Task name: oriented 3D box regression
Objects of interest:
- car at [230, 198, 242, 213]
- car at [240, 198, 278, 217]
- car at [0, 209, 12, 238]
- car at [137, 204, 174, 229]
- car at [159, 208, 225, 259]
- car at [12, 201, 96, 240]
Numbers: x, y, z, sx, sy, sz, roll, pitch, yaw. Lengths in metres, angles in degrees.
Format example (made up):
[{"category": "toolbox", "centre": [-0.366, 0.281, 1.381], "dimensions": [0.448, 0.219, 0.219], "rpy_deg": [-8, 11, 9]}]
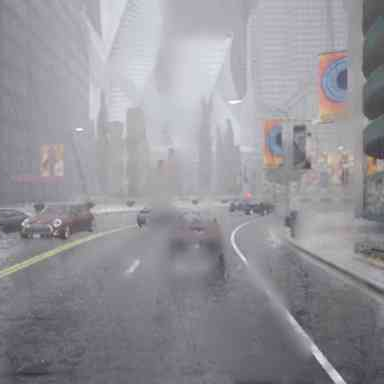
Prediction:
[{"category": "car", "centre": [6.129, 1.403, 37.090], "dimensions": [2.097, 1.767, 4.553], "rpy_deg": [0, 0, 40]}, {"category": "car", "centre": [6.881, 1.551, 32.614], "dimensions": [1.837, 1.490, 4.892], "rpy_deg": [-1, -1, 35]}, {"category": "car", "centre": [-10.217, 1.611, 17.542], "dimensions": [1.994, 1.385, 4.181], "rpy_deg": [0, 0, 6]}, {"category": "car", "centre": [-1.997, 1.522, 21.742], "dimensions": [2.128, 1.511, 4.902], "rpy_deg": [0, 0, 13]}, {"category": "car", "centre": [0.236, 1.510, 12.674], "dimensions": [2.128, 1.511, 4.902], "rpy_deg": [0, 0, 3]}, {"category": "car", "centre": [-6.736, 1.406, 17.179], "dimensions": [2.097, 1.767, 4.553], "rpy_deg": [0, 0, 6]}]
